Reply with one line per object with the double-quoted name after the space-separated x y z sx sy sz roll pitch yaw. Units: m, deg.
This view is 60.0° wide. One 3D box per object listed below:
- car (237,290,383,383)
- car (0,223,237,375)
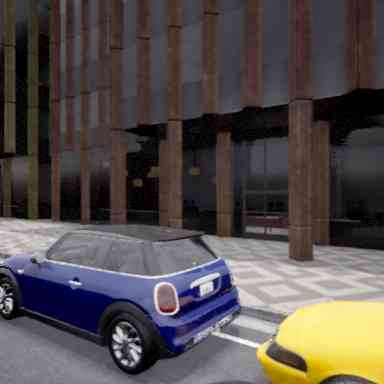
3.178 1.456 2.491 5.366 1.575 1.801 0 0 35 "car"
-1.528 1.355 5.847 4.553 1.767 2.097 0 0 35 "car"
